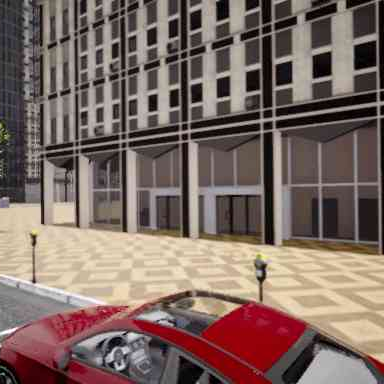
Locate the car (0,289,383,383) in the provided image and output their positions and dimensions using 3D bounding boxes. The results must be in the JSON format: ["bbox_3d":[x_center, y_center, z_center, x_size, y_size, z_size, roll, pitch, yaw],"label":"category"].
[{"bbox_3d":[-0.155,1.599,2.986,4.206,1.307,1.802,-1,-1,35],"label":"car"}]
